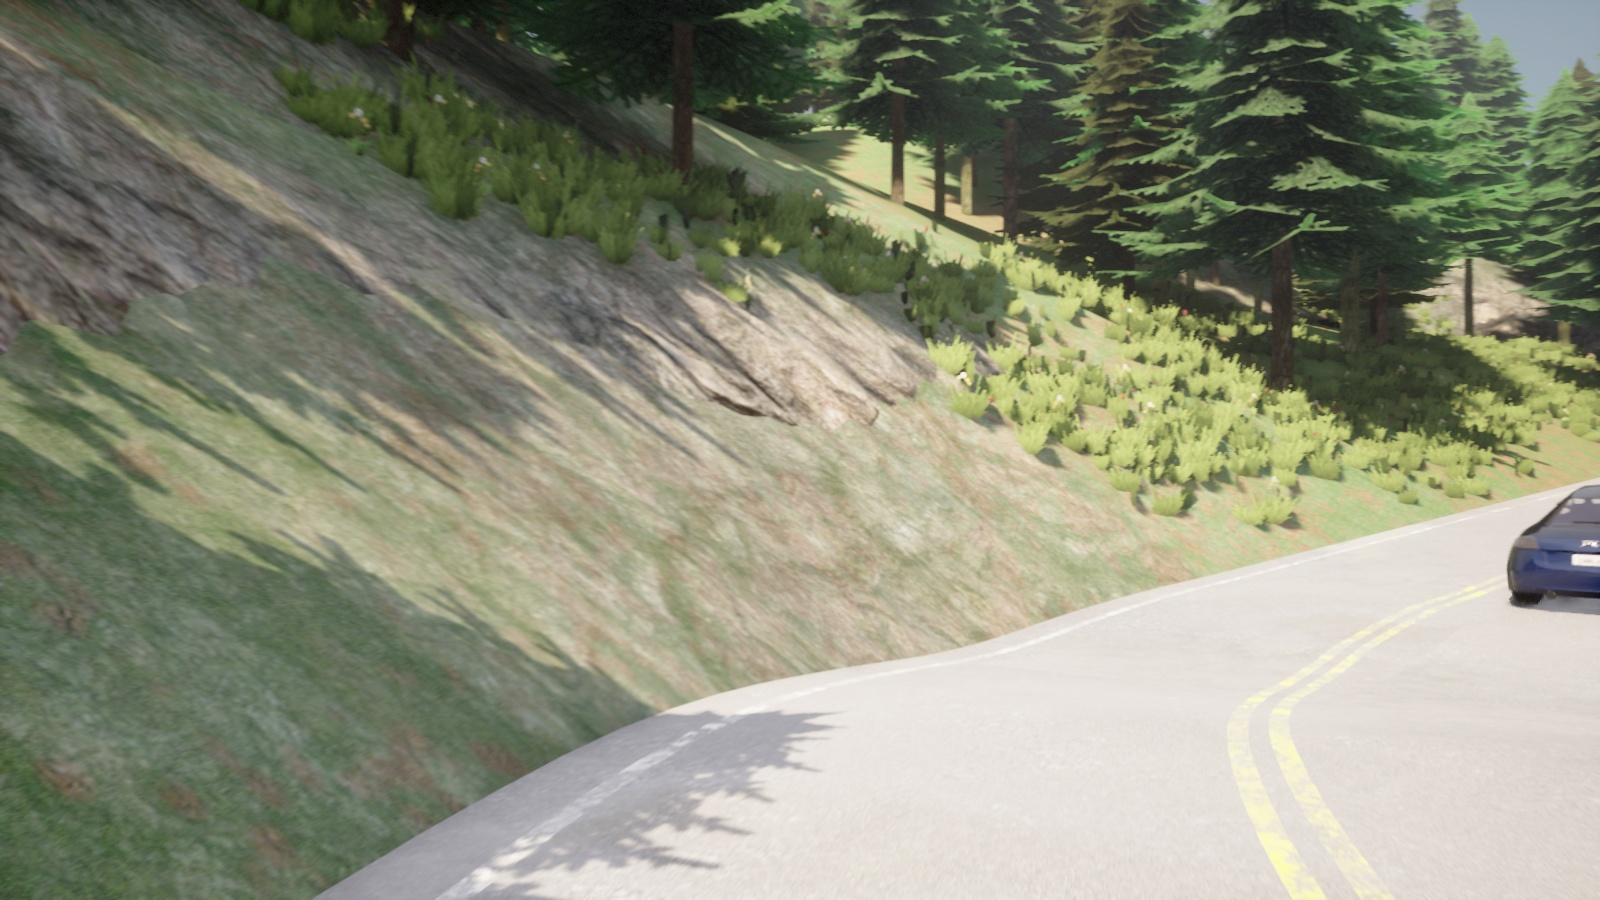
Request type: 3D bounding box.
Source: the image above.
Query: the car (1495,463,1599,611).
[{"bbox_3d":[10.685,1.016,15.969,4.181,1.385,1.994,-6,3,-43],"label":"car"}]
